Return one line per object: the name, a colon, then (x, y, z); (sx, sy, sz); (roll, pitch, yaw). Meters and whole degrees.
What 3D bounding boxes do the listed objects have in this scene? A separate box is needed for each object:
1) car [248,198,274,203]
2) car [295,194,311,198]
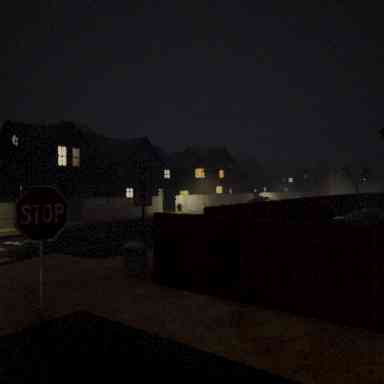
car: (6.135, 1.179, 28.296); (2.033, 1.411, 5.357); (-1, 0, 35)
car: (15.273, 1.040, 45.877); (2.033, 1.411, 5.357); (-1, 0, 35)
